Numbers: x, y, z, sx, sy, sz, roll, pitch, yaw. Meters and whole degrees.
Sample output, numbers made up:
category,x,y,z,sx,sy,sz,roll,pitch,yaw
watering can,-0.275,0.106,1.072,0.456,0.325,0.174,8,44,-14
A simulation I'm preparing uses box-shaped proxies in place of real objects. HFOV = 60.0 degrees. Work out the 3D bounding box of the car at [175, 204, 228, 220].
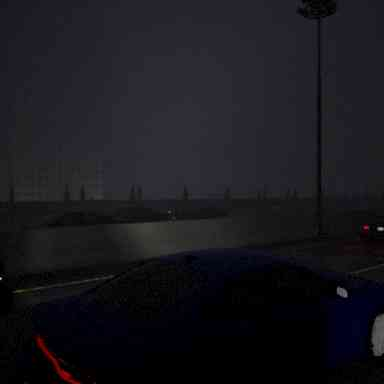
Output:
category,x,y,z,sx,sy,sz,roll,pitch,yaw
car,0.466,1.598,25.815,4.718,1.301,1.895,0,0,-35

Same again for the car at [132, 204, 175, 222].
category,x,y,z,sx,sy,sz,roll,pitch,yaw
car,-3.704,1.476,18.545,5.008,1.535,1.882,0,0,-35

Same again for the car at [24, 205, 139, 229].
category,x,y,z,sx,sy,sz,roll,pitch,yaw
car,-4.944,1.477,13.363,5.008,1.535,1.882,0,0,-35

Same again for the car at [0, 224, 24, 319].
category,x,y,z,sx,sy,sz,roll,pitch,yaw
car,-5.413,1.222,4.185,5.566,2.045,2.150,0,0,-35

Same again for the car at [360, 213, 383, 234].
category,x,y,z,sx,sy,sz,roll,pitch,yaw
car,9.706,1.544,14.968,5.357,1.411,2.033,0,0,-35

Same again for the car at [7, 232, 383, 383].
category,x,y,z,sx,sy,sz,roll,pitch,yaw
car,0.654,1.477,4.213,5.008,1.535,1.882,0,0,-36
